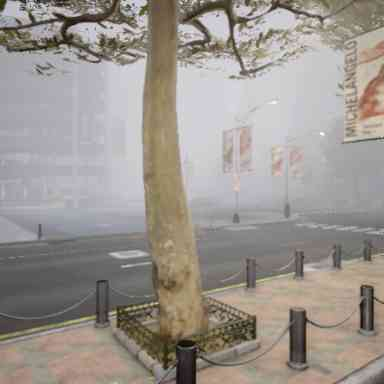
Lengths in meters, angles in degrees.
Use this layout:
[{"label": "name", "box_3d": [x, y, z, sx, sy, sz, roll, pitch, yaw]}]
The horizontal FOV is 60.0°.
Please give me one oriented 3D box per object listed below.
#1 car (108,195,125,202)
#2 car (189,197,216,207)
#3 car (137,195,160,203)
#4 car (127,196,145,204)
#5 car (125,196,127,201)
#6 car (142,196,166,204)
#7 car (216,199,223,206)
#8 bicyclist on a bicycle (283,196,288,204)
[{"label": "car", "box_3d": [-18.852, 1.548, 77.512, 4.892, 1.490, 1.837, 0, 0, 12]}, {"label": "car", "box_3d": [1.328, 1.670, 53.228, 1.994, 1.385, 4.181, 0, 0, -36]}, {"label": "car", "box_3d": [-9.606, 1.471, 73.808, 4.553, 1.767, 2.097, 0, 0, 26]}, {"label": "car", "box_3d": [-9.913, 1.577, 65.675, 5.008, 1.535, 1.882, 0, 0, 35]}, {"label": "car", "box_3d": [-17.893, 1.525, 80.878, 5.008, 1.535, 1.882, 0, 0, 12]}, {"label": "car", "box_3d": [-7.845, 1.632, 68.603, 4.902, 1.511, 2.128, 0, 0, 37]}, {"label": "car", "box_3d": [3.198, 1.609, 56.665, 2.128, 1.511, 4.902, 0, 0, -36]}, {"label": "bicyclist on a bicycle", "box_3d": [17.385, 1.467, 61.738, 1.656, 1.620, 0.582, 0, 0, -36]}]
